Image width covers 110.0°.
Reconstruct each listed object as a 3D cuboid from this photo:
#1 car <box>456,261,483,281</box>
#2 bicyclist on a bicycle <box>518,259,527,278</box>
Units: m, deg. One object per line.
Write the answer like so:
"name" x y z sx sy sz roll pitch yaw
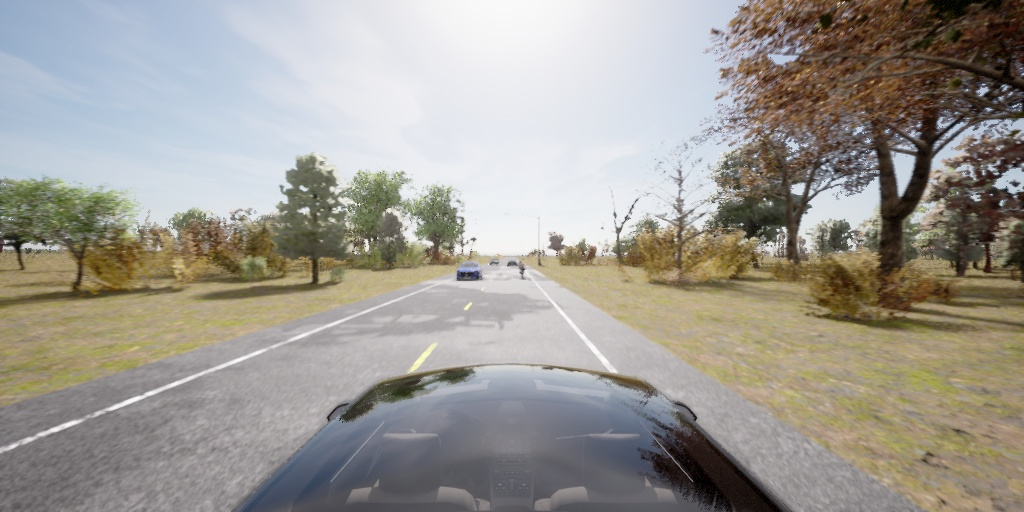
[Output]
"car" -3.563 1.222 30.693 1.882 1.535 5.008 0 0 0
"bicyclist on a bicycle" 0.976 1.180 32.152 0.866 1.612 1.509 0 0 0
